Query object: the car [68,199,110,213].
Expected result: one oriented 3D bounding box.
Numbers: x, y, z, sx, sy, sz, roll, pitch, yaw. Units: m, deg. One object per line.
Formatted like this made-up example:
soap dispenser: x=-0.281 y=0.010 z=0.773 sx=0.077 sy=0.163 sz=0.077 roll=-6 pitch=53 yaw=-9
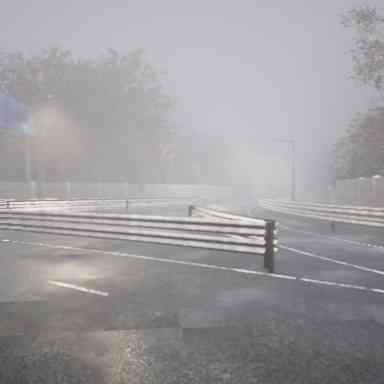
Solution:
car: x=-10.425 y=1.402 z=33.537 sx=4.181 sy=1.385 sz=1.994 roll=0 pitch=0 yaw=-36
